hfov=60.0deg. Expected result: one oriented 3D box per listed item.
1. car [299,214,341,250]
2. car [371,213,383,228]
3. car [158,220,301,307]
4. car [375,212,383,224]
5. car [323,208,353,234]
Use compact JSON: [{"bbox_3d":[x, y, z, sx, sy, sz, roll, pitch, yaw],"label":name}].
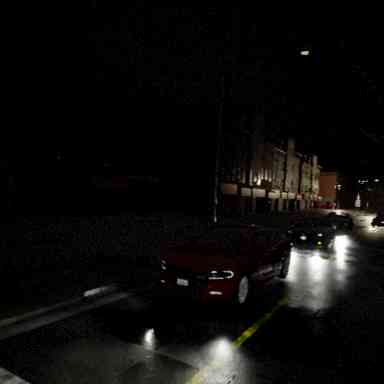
[{"bbox_3d":[6.185,2.021,17.143,1.994,1.385,4.181,3,0,31],"label":"car"},{"bbox_3d":[18.865,2.862,32.795,1.994,1.385,4.181,3,0,31],"label":"car"},{"bbox_3d":[1.139,1.586,8.649,1.882,1.535,5.008,3,0,32],"label":"car"},{"bbox_3d":[24.520,3.289,42.381,1.895,1.301,4.718,3,0,31],"label":"car"},{"bbox_3d":[11.337,2.304,25.784,2.128,1.511,4.902,3,0,31],"label":"car"}]
